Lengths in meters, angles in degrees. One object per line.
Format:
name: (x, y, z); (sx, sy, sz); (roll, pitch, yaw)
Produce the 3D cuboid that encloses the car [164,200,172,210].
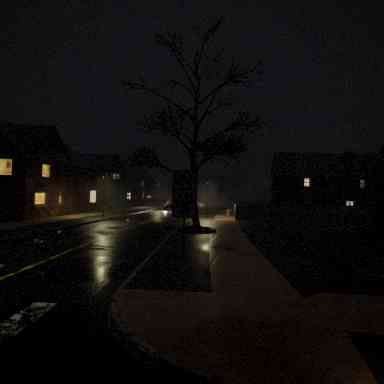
car: (-2.678, 1.920, 47.832); (2.033, 1.411, 5.357); (2, 0, 8)
